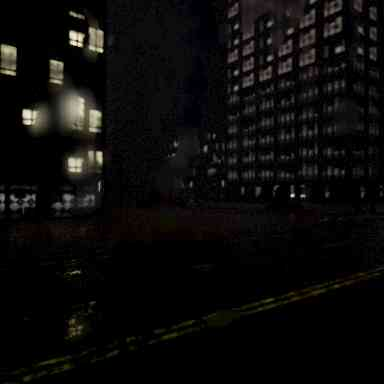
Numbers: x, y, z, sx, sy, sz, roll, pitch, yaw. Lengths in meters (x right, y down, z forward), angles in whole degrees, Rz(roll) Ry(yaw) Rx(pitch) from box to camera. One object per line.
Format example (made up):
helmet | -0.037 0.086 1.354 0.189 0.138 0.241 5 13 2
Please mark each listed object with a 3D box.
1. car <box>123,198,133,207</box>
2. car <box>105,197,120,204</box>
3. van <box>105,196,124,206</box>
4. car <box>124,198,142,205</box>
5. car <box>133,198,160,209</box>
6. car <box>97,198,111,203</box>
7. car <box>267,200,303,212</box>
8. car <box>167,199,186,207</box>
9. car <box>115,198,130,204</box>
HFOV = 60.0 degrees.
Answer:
car | -9.176 1.704 55.847 1.882 1.535 5.008 1 -1 -35
car | -19.034 1.957 79.488 1.967 1.590 4.097 0 0 -36
van | -12.725 1.572 56.261 1.690 1.788 3.998 0 0 -36
car | -12.467 1.972 70.309 1.947 1.339 4.313 0 0 -36
car | -6.159 1.558 47.085 1.967 1.590 4.097 0 0 -36
car | -22.316 2.138 84.076 1.947 1.339 4.313 0 0 -36
car | 10.615 1.563 38.261 2.008 1.369 4.403 0 0 -36
car | -2.619 1.804 56.541 1.947 1.339 4.313 0 0 -36
car | -15.750 2.044 74.897 1.802 1.307 4.206 0 0 -36
